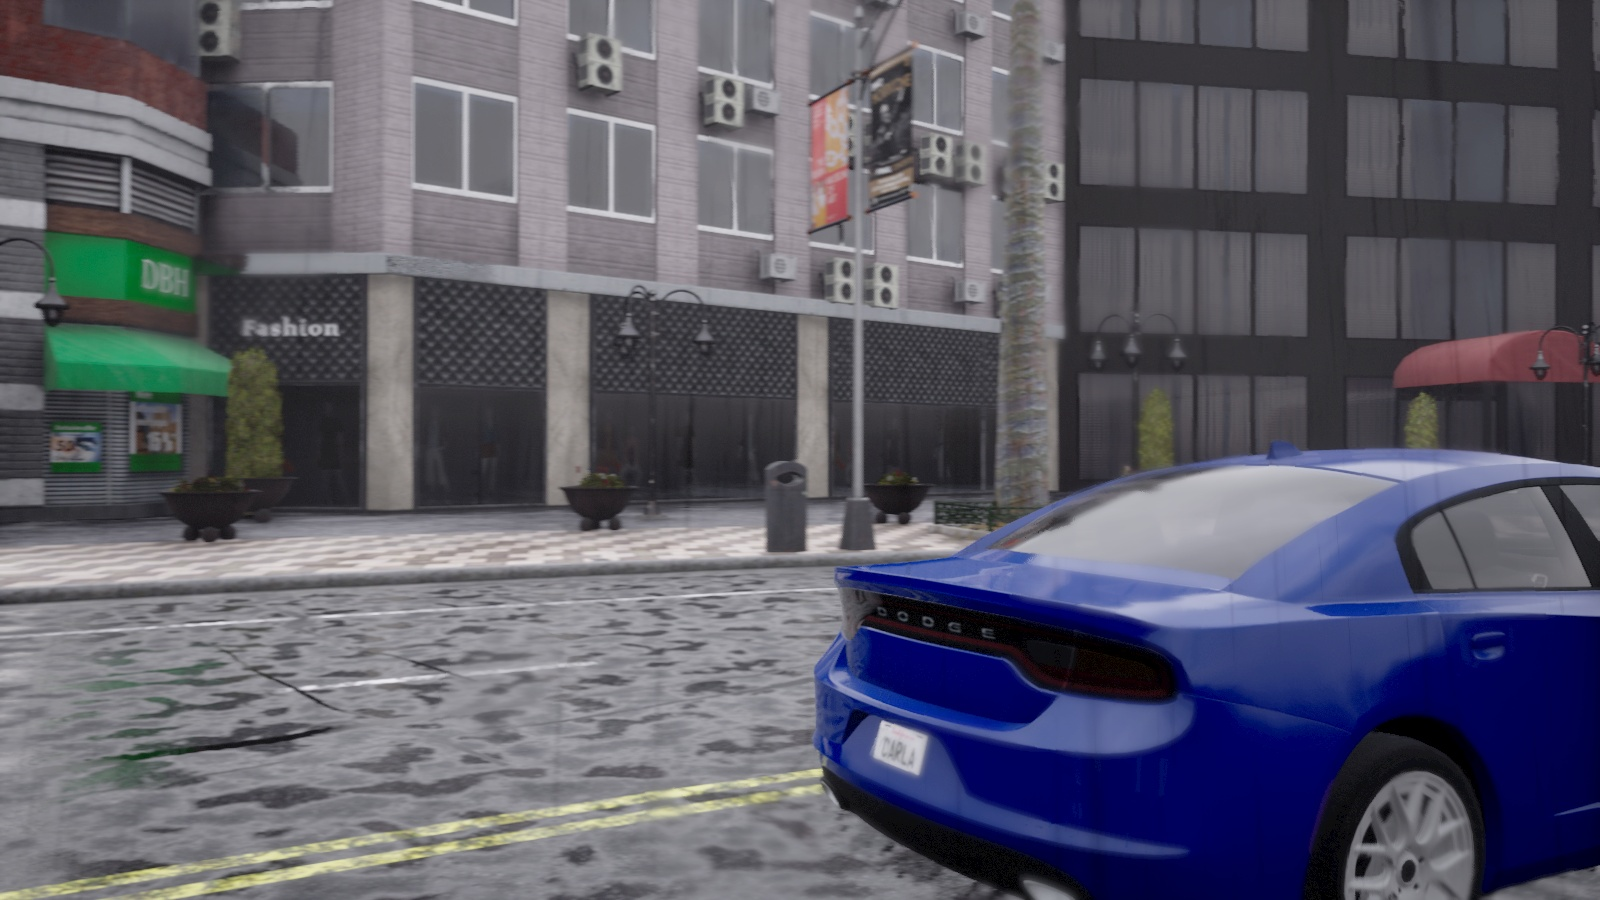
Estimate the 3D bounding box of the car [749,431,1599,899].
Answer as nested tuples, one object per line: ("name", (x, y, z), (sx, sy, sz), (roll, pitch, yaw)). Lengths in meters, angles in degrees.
("car", (2.463, 0.726, 4.913), (5.008, 1.535, 1.882), (0, 0, -29))
